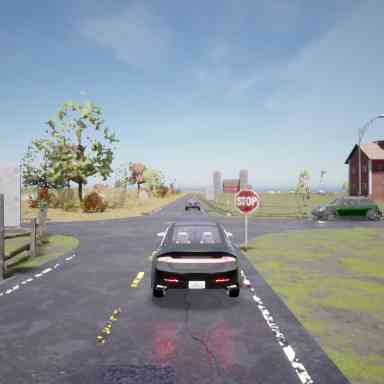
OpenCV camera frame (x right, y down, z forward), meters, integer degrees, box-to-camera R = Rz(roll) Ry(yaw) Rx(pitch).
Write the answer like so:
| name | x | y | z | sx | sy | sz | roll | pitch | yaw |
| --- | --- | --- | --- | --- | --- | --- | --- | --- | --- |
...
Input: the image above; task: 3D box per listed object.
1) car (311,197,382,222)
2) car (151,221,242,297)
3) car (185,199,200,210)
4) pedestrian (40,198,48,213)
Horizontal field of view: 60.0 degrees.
| name | x | y | z | sx | sy | sz | roll | pitch | yaw |
| --- | --- | --- | --- | --- | --- | --- | --- | --- | --- |
| car | 11.040 | 1.159 | 24.113 | 4.553 | 1.767 | 2.097 | -1 | 0 | 0 |
| car | 0.084 | 1.490 | 8.532 | 2.128 | 1.511 | 4.902 | 0 | 0 | 0 |
| car | 0.070 | 1.544 | 42.786 | 2.033 | 1.411 | 5.357 | 0 | 0 | -1 |
| pedestrian | -12.207 | 1.413 | 27.278 | 0.375 | 1.860 | 0.375 | 0 | 1 | 0 |
